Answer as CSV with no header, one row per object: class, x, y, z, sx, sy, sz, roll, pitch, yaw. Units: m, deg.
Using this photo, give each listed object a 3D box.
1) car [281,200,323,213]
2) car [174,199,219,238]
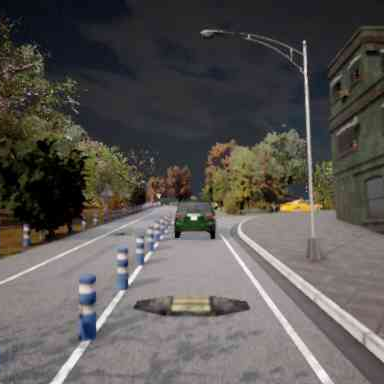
car,12.158,1.648,36.809,5.008,1.535,1.882,0,-7,-26
car,0.305,1.383,18.998,2.150,2.045,5.566,0,0,5
